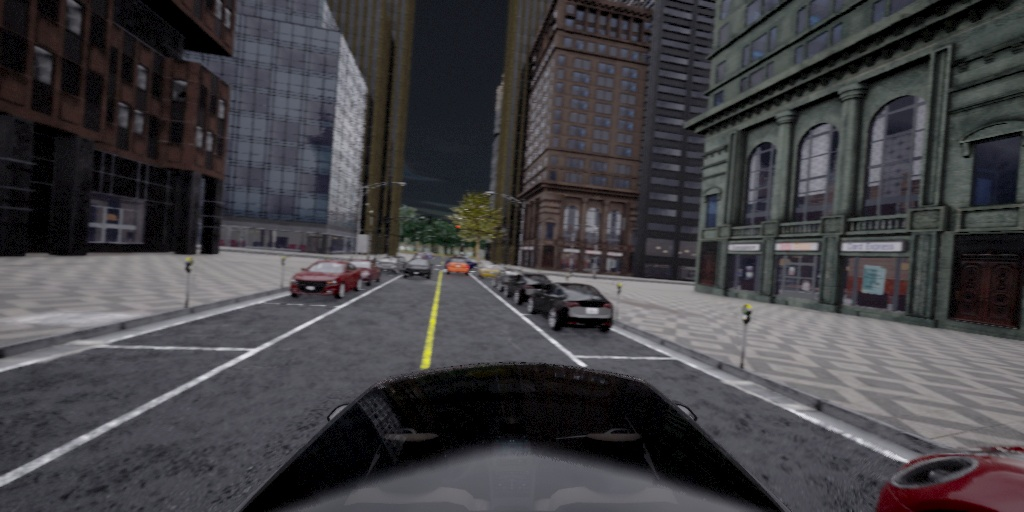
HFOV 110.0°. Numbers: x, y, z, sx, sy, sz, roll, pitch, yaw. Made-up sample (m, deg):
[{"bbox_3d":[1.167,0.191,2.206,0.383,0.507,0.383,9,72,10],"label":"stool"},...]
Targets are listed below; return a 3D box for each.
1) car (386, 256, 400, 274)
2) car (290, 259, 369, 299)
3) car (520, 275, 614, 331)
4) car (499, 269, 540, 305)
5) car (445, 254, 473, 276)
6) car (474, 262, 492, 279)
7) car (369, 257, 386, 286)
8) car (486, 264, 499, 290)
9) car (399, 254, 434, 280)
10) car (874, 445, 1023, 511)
[{"bbox_3d":[-10.440,0.736,30.496,2.007,1.370,4.403,0,0,-11],"label":"car"},{"bbox_3d":[-7.437,0.848,14.645,1.888,1.381,4.507,0,0,-11],"label":"car"},{"bbox_3d":[1.755,1.516,11.807,1.948,1.339,4.313,0,0,-11],"label":"car"},{"bbox_3d":[0.786,1.481,16.920,1.948,1.339,4.313,0,0,-11],"label":"car"},{"bbox_3d":[-5.434,0.930,35.783,2.097,1.767,4.553,4,0,-11],"label":"car"},{"bbox_3d":[-2.151,1.327,32.422,1.751,1.417,4.829,0,0,-11],"label":"car"},{"bbox_3d":[-8.438,0.847,19.928,1.802,1.307,4.207,0,0,-11],"label":"car"},{"bbox_3d":[-0.182,1.429,22.031,2.007,1.370,4.403,0,0,-11],"label":"car"},{"bbox_3d":[-7.020,0.889,27.152,1.882,1.535,5.008,4,0,-10],"label":"car"},{"bbox_3d":[3.599,1.351,0.424,2.097,1.767,4.553,4,0,-11],"label":"car"}]
